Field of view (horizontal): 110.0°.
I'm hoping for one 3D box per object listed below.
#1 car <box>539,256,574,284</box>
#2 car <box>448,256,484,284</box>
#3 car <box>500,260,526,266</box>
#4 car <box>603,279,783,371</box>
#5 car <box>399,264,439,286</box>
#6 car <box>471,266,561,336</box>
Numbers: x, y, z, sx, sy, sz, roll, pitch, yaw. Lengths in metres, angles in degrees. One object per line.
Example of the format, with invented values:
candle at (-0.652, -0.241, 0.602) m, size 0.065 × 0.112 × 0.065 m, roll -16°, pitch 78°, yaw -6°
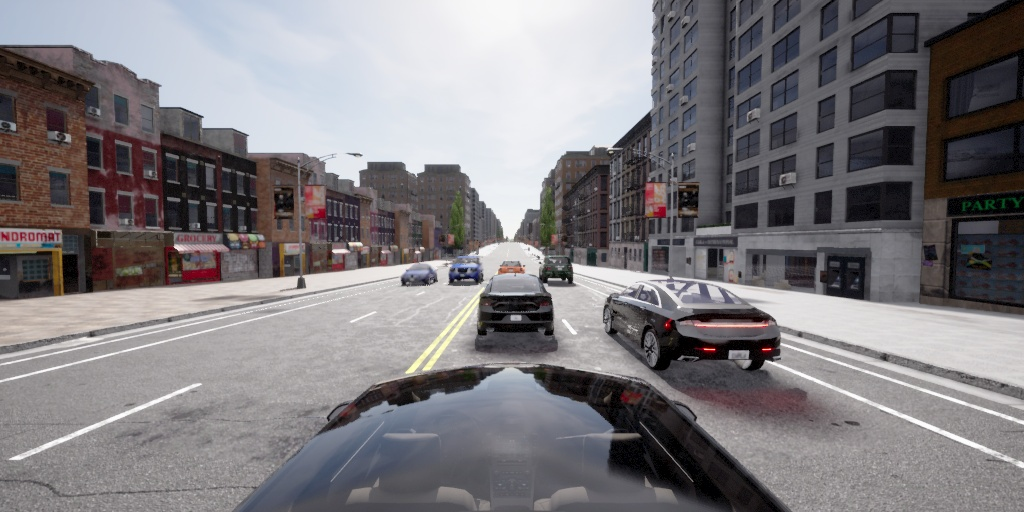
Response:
car at (3.312, 0.994, 27.537) m, size 2.150 × 2.045 × 5.566 m, roll 0°, pitch 0°, yaw 0°
car at (-3.397, 0.994, 27.495) m, size 2.150 × 2.045 × 5.566 m, roll 0°, pitch 0°, yaw 0°
car at (0.027, 1.126, 29.614) m, size 2.097 × 1.767 × 4.553 m, roll 0°, pitch 0°, yaw 3°
car at (3.338, 1.243, 7.701) m, size 2.128 × 1.511 × 4.902 m, roll 0°, pitch 0°, yaw 0°
car at (-6.634, 1.297, 26.093) m, size 1.812 × 1.442 × 4.674 m, roll 0°, pitch 0°, yaw 0°
car at (0.086, 1.233, 10.479) m, size 1.882 × 1.535 × 5.008 m, roll 0°, pitch 0°, yaw 0°
